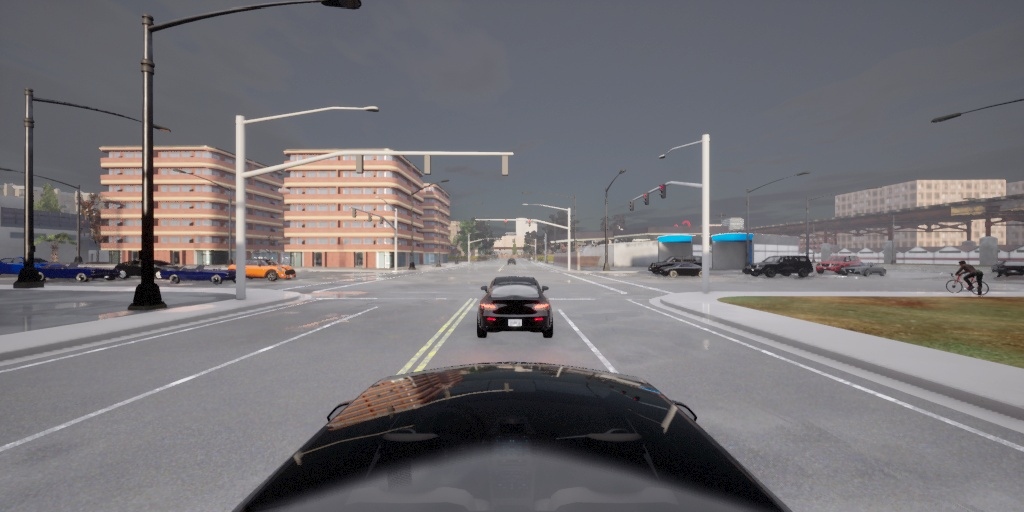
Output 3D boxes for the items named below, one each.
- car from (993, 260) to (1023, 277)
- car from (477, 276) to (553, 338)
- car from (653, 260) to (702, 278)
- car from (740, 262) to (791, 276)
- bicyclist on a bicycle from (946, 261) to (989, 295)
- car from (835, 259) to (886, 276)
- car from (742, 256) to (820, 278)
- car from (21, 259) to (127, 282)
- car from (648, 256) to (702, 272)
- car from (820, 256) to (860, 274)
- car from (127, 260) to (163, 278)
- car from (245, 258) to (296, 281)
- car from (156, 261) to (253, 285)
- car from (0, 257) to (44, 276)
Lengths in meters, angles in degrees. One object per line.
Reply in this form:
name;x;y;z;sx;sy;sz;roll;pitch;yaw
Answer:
car;47.267;1.228;33.468;5.008;1.535;1.882;0;0;-29
car;0.075;1.276;10.056;1.812;1.442;4.674;0;0;0
car;16.106;1.314;33.943;4.181;1.385;1.994;0;0;0
car;26.594;1.314;37.730;4.181;1.385;1.994;0;0;-8
bicyclist on a bicycle;21.913;1.050;17.291;0.582;1.620;1.656;0;0;0
car;35.253;1.314;36.009;4.181;1.385;1.994;0;0;-18
car;25.459;0.971;34.071;5.566;2.045;2.150;0;0;-5
car;-30.072;1.088;24.705;4.718;1.301;1.895;1;0;1
car;17.195;0.971;37.376;5.566;2.045;2.150;0;0;1
car;36.633;0.971;40.103;5.566;2.045;2.150;0;0;-22
car;-28.234;1.021;28.172;4.892;1.490;1.837;1;0;1
car;-19.458;0.986;28.007;4.553;1.767;2.097;1;0;1
car;-20.958;1.220;24.538;4.718;1.301;1.895;1;0;2
car;-38.166;0.821;28.364;5.008;1.535;1.882;1;0;1
